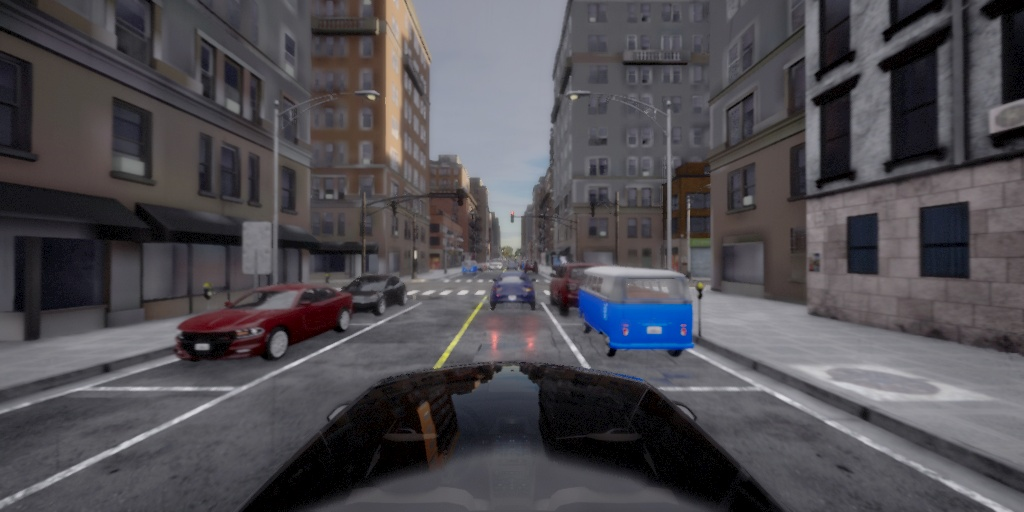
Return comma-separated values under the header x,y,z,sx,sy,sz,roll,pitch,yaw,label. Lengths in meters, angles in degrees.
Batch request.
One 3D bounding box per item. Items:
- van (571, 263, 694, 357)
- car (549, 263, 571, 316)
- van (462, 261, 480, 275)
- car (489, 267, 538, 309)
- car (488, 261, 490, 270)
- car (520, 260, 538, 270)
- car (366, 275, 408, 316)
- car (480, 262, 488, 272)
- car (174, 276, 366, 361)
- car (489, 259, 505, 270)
x,y,z,sx,sy,sz,roll,pitch,yaw,label
2.638,1.157,8.484,1.690,1.789,3.998,0,0,0,van
2.638,1.185,13.995,2.192,1.841,5.009,0,0,0,car
-5.407,1.518,45.957,1.690,1.789,3.998,0,0,0,van
0.088,1.413,15.743,1.812,1.442,4.674,0,0,2,car
-5.403,1.878,62.175,1.888,1.381,4.507,0,0,0,car
2.705,1.544,51.364,2.192,1.841,5.009,0,0,0,car
-5.387,1.436,13.995,1.948,1.339,4.313,0,0,0,car
-5.405,1.847,56.769,1.948,1.339,4.313,0,0,0,car
-5.387,1.362,8.484,1.888,1.381,4.507,0,0,0,car
-2.790,1.567,63.572,2.150,2.045,5.566,0,-1,1,car
